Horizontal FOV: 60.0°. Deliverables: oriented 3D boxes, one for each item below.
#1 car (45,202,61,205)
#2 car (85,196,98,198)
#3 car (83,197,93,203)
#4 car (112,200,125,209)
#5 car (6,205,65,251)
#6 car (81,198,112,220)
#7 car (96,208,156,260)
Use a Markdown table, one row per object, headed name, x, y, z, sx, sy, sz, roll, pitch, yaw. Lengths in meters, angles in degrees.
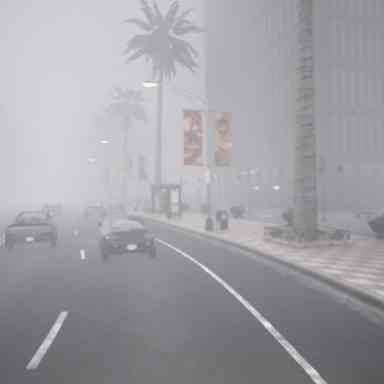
| name | x | y | z | sx | sy | sz | roll | pitch | yaw |
| --- | --- | --- | --- | --- | --- | --- | --- | --- | --- |
| car | -13.533 | 1.700 | 32.467 | 2.128 | 1.511 | 4.902 | -1 | 0 | -21 |
| car | -19.510 | 1.673 | 66.109 | 2.185 | 1.767 | 4.553 | -1 | 0 | -21 |
| car | -27.094 | 1.951 | 86.686 | 2.161 | 1.482 | 4.786 | -1 | 0 | -21 |
| car | -8.972 | 1.635 | 38.689 | 2.231 | 1.521 | 4.892 | -1 | 0 | -21 |
| car | -6.961 | 1.597 | 14.938 | 2.128 | 1.511 | 4.902 | -1 | 0 | -19 |
| car | -8.834 | 1.636 | 29.983 | 2.128 | 1.511 | 4.902 | -1 | 0 | -21 |
| car | -2.565 | 1.571 | 12.651 | 1.812 | 1.442 | 4.674 | -1 | 0 | -17 |
